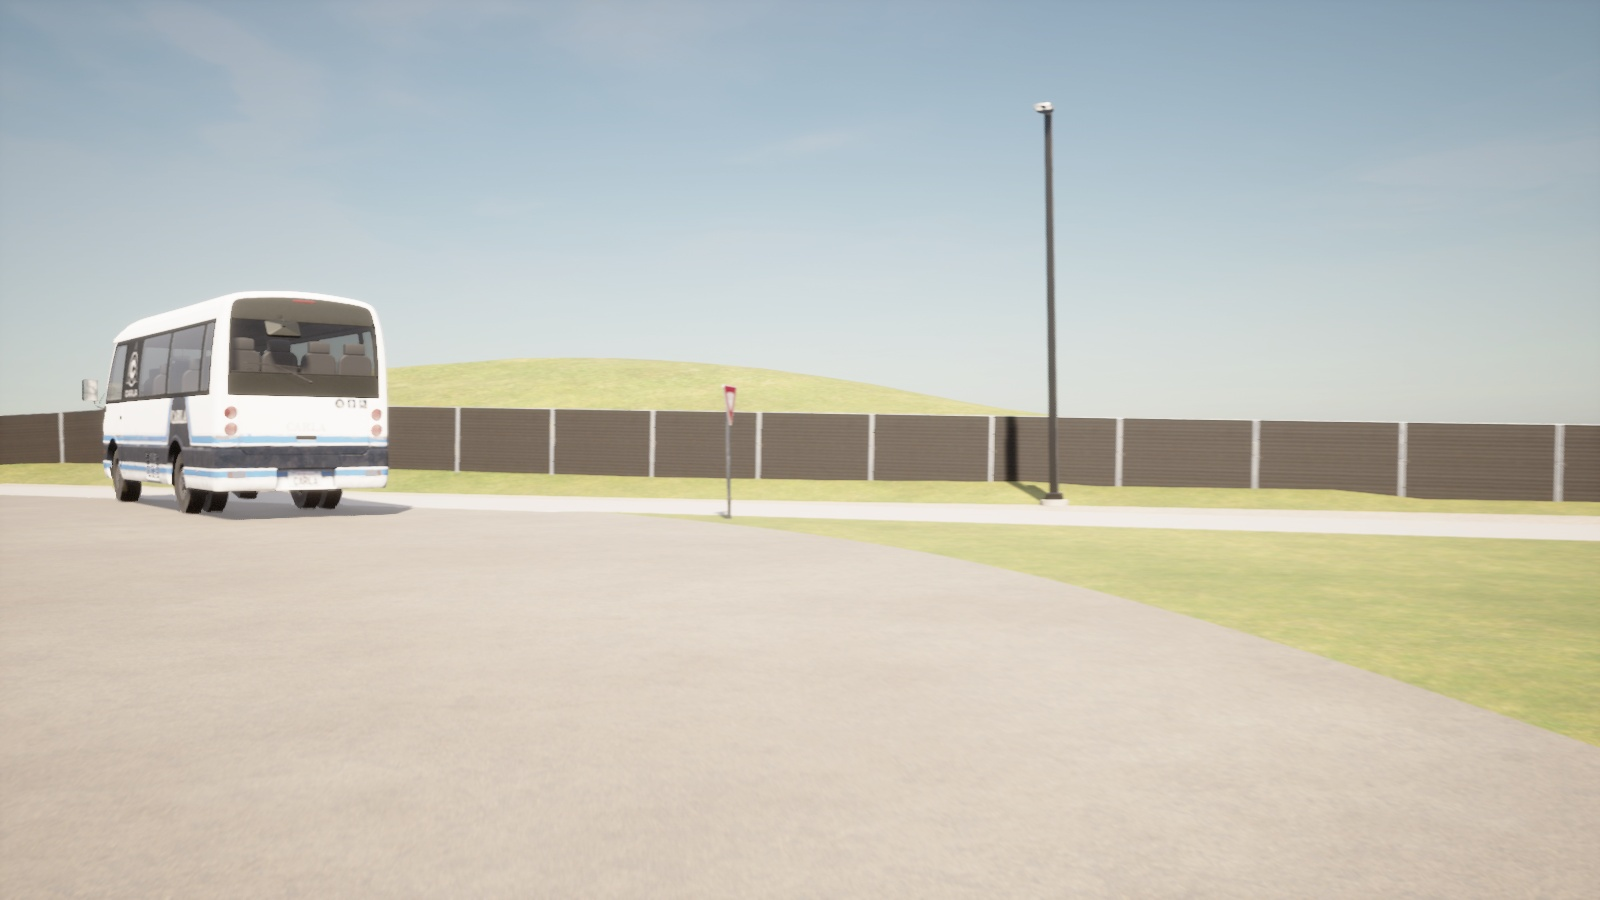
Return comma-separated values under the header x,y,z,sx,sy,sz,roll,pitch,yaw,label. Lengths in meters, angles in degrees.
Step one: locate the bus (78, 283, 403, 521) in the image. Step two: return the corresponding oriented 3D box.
x,y,z,sx,sy,sz,roll,pitch,yaw,label
-12.677,-0.917,27.665,3.944,4.253,10.273,0,1,-39,bus
